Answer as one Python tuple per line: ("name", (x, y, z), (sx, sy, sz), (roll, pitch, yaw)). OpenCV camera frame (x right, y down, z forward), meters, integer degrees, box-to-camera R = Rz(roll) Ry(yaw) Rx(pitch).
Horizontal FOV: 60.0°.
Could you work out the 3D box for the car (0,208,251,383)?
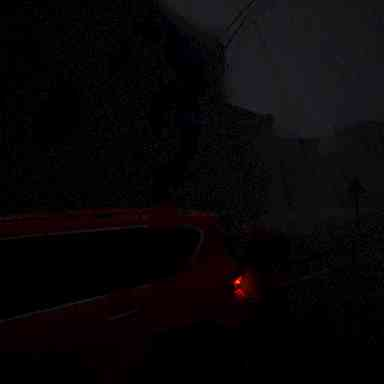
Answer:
("car", (-1.950, 1.222, 2.787), (5.566, 2.045, 2.150), (-1, 0, -37))
